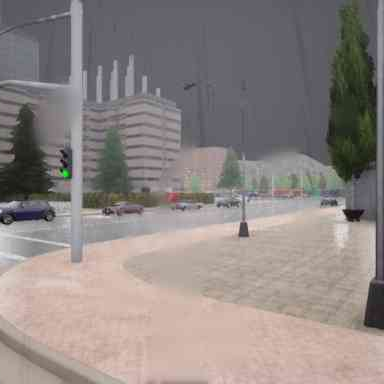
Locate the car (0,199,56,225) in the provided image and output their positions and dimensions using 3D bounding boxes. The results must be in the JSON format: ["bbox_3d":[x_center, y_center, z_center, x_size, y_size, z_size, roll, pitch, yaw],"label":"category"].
[{"bbox_3d":[-12.495,1.351,24.387,2.097,1.767,4.553,0,0,36],"label":"car"}]

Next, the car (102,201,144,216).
[{"bbox_3d":[-6.651,1.563,32.437,1.994,1.385,4.181,0,0,36],"label":"car"}]

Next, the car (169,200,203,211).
[{"bbox_3d":[-0.679,1.600,40.630,1.895,1.301,4.718,0,0,36],"label":"car"}]

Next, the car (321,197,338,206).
[{"bbox_3d":[22.259,1.525,53.993,1.812,1.442,4.674,0,0,36],"label":"car"}]

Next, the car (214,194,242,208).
[{"bbox_3d":[5.470,1.504,49.020,1.837,1.490,4.892,0,0,37],"label":"car"}]
